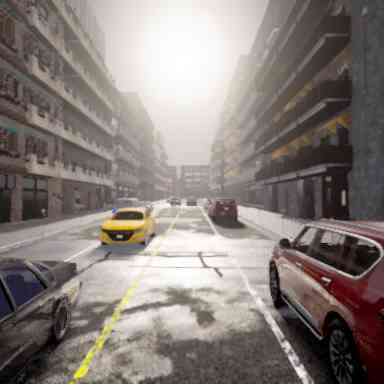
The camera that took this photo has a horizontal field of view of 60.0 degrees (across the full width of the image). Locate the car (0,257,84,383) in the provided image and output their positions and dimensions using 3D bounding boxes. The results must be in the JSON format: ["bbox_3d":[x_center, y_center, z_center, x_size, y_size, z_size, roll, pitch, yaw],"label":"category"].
[{"bbox_3d":[-2.849,1.549,3.702,2.033,1.411,5.357,0,0,0],"label":"car"}]

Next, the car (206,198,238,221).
[{"bbox_3d":[2.564,1.365,27.243,2.192,1.841,5.009,1,0,0],"label":"car"}]

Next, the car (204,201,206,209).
[{"bbox_3d":[2.559,1.515,32.807,1.967,1.590,4.097,1,0,0],"label":"car"}]

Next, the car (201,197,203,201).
[{"bbox_3d":[2.722,1.609,48.400,1.801,1.575,5.366,0,0,0],"label":"car"}]

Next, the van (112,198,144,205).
[{"bbox_3d":[-5.315,1.391,27.203,1.690,1.788,3.998,1,0,0],"label":"van"}]

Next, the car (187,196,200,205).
[{"bbox_3d":[-0.030,1.854,62.414,1.895,1.301,4.718,0,0,0],"label":"car"}]

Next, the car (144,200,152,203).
[{"bbox_3d":[-5.322,1.625,32.767,2.008,1.369,4.403,1,0,0],"label":"car"}]

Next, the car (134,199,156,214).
[{"bbox_3d":[-5.325,1.625,38.159,1.752,1.417,4.829,1,0,0],"label":"car"}]

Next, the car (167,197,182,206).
[{"bbox_3d":[-2.832,1.705,57.671,1.837,1.490,4.892,0,0,1],"label":"car"}]

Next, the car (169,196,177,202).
[{"bbox_3d":[-5.359,1.971,93.969,1.947,1.339,4.313,1,0,0],"label":"car"}]

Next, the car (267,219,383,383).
[{"bbox_3d":[2.580,1.317,5.009,2.192,1.841,5.009,1,0,0],"label":"car"}]

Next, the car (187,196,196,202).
[{"bbox_3d":[-0.043,1.682,78.221,1.994,1.385,4.181,0,0,0],"label":"car"}]

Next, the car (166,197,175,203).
[{"bbox_3d":[-5.351,1.865,82.673,1.752,1.417,4.829,1,0,0],"label":"car"}]

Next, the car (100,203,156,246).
[{"bbox_3d":[-2.843,1.494,15.608,1.882,1.535,5.008,0,0,0],"label":"car"}]
